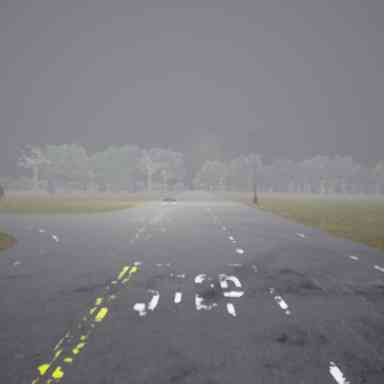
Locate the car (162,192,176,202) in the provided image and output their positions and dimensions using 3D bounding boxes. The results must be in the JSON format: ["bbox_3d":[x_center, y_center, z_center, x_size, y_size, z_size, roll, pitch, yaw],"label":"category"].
[{"bbox_3d":[-3.526,0.854,52.081,1.837,1.490,4.892,0,1,0],"label":"car"}]
